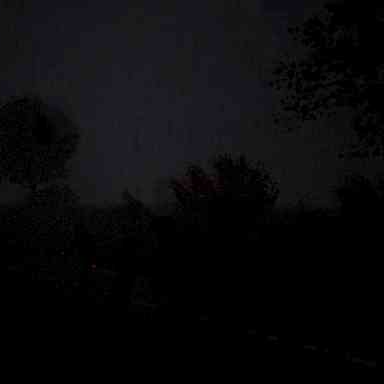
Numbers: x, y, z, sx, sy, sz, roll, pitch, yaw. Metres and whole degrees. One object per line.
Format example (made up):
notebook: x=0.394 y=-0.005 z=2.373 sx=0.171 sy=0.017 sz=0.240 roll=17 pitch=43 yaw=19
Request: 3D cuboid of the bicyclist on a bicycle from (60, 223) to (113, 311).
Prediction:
bicyclist on a bicycle: x=-2.131 y=1.445 z=6.572 sx=1.656 sy=1.620 sz=0.582 roll=0 pitch=0 yaw=35
